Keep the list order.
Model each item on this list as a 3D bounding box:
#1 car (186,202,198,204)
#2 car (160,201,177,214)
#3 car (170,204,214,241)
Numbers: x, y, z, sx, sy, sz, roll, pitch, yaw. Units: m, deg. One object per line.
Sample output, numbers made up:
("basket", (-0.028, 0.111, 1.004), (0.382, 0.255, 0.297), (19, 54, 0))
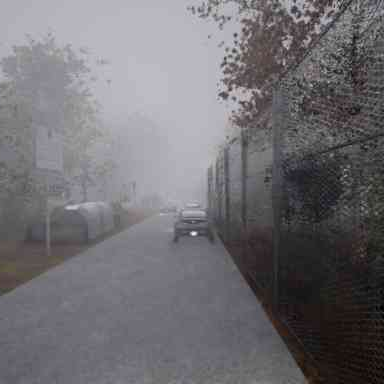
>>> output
("car", (0.027, 1.820, 34.925), (1.812, 1.442, 4.674), (0, -1, 0))
("car", (-2.865, 1.933, 41.878), (1.837, 1.490, 4.892), (0, -2, 1))
("car", (0.076, 1.571, 16.901), (1.837, 1.490, 4.892), (0, 0, 0))
